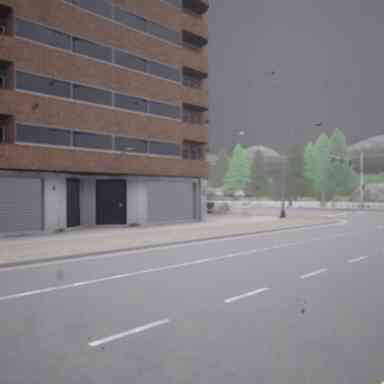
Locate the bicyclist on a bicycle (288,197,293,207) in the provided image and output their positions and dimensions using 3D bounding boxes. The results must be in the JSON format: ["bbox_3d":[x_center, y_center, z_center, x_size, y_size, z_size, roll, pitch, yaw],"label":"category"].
[{"bbox_3d":[15.694,1.627,53.011,1.656,1.620,0.582,0,0,-42],"label":"bicyclist on a bicycle"}]
